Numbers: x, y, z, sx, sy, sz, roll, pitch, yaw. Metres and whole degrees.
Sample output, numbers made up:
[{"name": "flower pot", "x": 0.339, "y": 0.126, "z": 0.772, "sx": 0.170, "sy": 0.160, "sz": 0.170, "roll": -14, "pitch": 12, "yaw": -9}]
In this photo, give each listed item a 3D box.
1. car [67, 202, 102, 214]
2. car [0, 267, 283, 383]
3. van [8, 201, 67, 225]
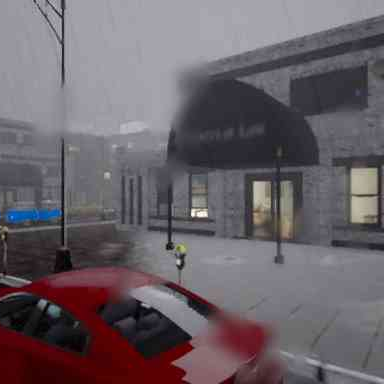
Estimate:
[{"name": "car", "x": -12.968, "y": 1.884, "z": 40.130, "sx": 1.752, "sy": 1.417, "sz": 4.829, "roll": 0, "pitch": 0, "yaw": 35}, {"name": "car", "x": -1.284, "y": 1.574, "z": 3.785, "sx": 4.507, "sy": 1.381, "sz": 1.887, "roll": -1, "pitch": 0, "yaw": 36}, {"name": "van", "x": -12.370, "y": 1.649, "z": 26.402, "sx": 1.690, "sy": 1.788, "sz": 3.998, "roll": 0, "pitch": 0, "yaw": 35}]
